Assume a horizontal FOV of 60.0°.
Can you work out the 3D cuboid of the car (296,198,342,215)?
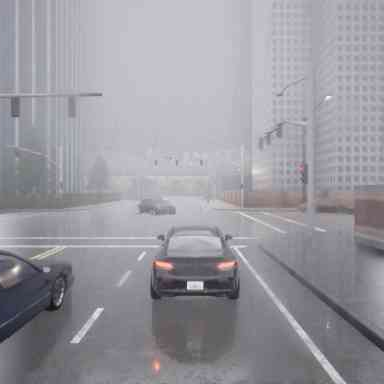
[{"bbox_3d":[12.948,1.353,33.510,4.553,1.767,2.097,0,0,0],"label":"car"}]

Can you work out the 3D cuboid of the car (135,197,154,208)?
[{"bbox_3d":[-7.139,1.547,50.506,2.033,1.411,5.357,0,0,0],"label":"car"}]

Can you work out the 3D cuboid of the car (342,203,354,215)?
[{"bbox_3d":[16.856,1.547,29.994,5.357,1.411,2.033,0,0,0],"label":"car"}]

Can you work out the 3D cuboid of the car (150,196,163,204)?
[{"bbox_3d":[-7.079,1.492,66.775,2.128,1.511,4.902,0,0,0],"label":"car"}]

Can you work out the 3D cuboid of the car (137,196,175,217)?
[{"bbox_3d":[-3.459,1.352,31.698,2.097,1.767,4.553,0,0,-35],"label":"car"}]

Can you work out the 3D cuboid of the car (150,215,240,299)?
[{"bbox_3d":[0.070,1.526,8.309,1.812,1.442,4.674,0,0,0],"label":"car"}]

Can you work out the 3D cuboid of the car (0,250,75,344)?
[{"bbox_3d":[-3.445,1.547,4.713,2.033,1.411,5.357,0,0,1],"label":"car"}]
